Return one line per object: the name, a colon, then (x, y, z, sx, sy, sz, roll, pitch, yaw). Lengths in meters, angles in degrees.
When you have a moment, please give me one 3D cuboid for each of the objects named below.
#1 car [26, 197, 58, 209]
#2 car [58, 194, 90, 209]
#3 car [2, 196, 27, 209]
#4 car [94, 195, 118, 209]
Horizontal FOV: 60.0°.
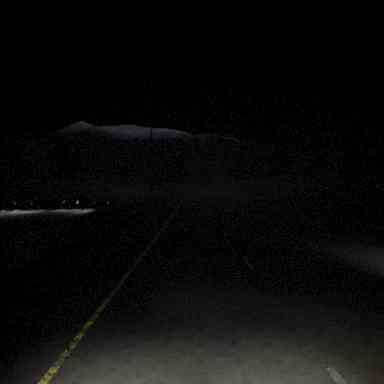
car: (-17.552, 1.346, 40.078, 1.895, 1.301, 4.718, 0, 1, 0)
car: (-14.052, 1.092, 40.493, 2.097, 1.767, 4.553, 0, 1, 0)
car: (-21.051, 1.267, 40.350, 1.812, 1.442, 4.674, 0, 1, 0)
car: (-10.543, 1.208, 41.072, 1.882, 1.535, 5.008, 0, 1, 0)
